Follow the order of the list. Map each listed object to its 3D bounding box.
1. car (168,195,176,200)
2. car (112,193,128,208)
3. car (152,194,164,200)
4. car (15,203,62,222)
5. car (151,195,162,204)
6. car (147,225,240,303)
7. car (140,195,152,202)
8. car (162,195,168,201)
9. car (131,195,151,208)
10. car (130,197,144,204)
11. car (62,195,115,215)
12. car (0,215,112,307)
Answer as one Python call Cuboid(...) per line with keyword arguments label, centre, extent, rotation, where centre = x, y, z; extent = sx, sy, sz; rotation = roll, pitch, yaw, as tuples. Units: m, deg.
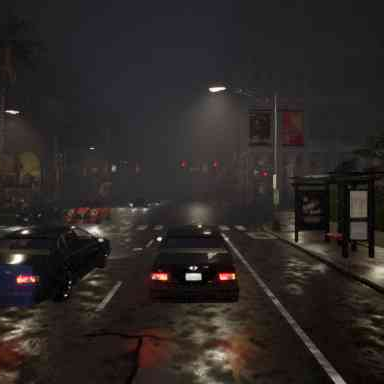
Cuboid(label="car", centre=(-5.905, 1.525, 94.957), extent=(2.128, 1.511, 4.902), rotation=(0, 0, 15))
Cuboid(label="car", centre=(-10.949, 1.220, 49.437), extent=(2.150, 2.045, 5.566), rotation=(0, 0, 0))
Cuboid(label="car", centre=(-9.550, 1.478, 94.832), extent=(1.882, 1.535, 5.008), rotation=(0, 0, 12))
Cuboid(label="car", centre=(-10.758, 1.526, 23.874), extent=(1.812, 1.442, 4.674), rotation=(0, 0, 0))
Cuboid(label="car", centre=(-7.510, 1.505, 65.744), extent=(1.837, 1.490, 4.892), rotation=(0, 0, 0))
Cuboid(label="car", centre=(0.025, 1.547, 8.400), extent=(2.033, 1.411, 5.357), rotation=(0, 0, 0))
Cuboid(label="car", centre=(-11.083, 1.540, 80.278), extent=(2.033, 1.411, 5.357), rotation=(0, 0, 0))
Cuboid(label="car", centre=(-7.588, 1.524, 80.511), extent=(1.812, 1.442, 4.674), rotation=(0, 0, 0))
Cuboid(label="car", centre=(-7.258, 1.505, 46.883), extent=(1.837, 1.490, 4.892), rotation=(0, 0, -3))
Cuboid(label="car", centre=(-11.001, 1.601, 66.908), extent=(1.895, 1.301, 4.718), rotation=(0, 0, 0))
Cuboid(label="car", centre=(-7.258, 1.352, 23.894), extent=(2.097, 1.767, 4.553), rotation=(0, 0, 0))
Cuboid(label="car", centre=(-3.475, 1.547, 8.215), extent=(2.033, 1.411, 5.357), rotation=(0, 0, 0))
